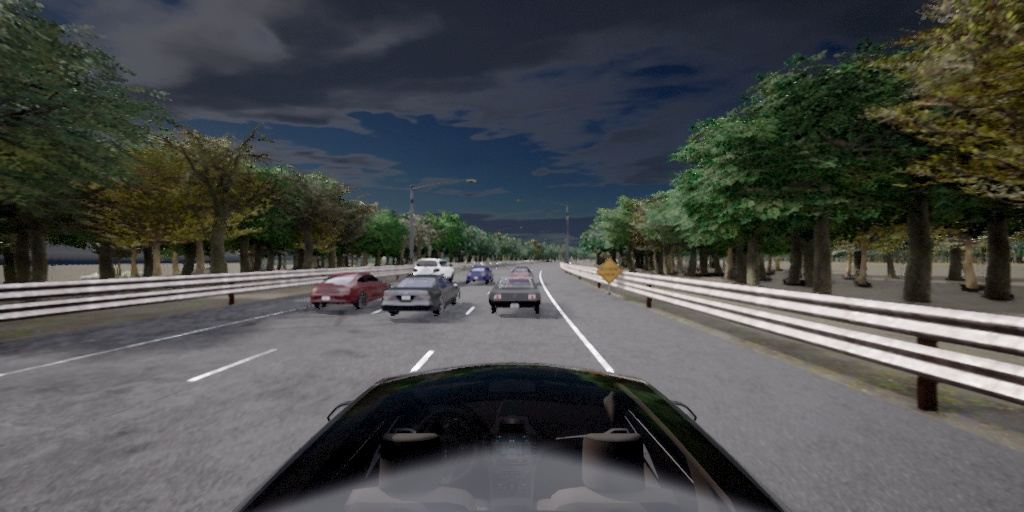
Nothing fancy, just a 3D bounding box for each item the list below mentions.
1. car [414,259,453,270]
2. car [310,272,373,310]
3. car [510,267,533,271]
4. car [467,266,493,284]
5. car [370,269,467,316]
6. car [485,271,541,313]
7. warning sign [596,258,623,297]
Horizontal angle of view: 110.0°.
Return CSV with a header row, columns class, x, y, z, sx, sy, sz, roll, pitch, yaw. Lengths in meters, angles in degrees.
class,x,y,z,sx,sy,sz,roll,pitch,yaw
car,-6.254,1.251,29.206,2.150,2.045,5.566,0,0,3
car,-6.794,1.416,15.563,1.812,1.442,4.674,0,0,2
car,0.802,1.596,29.772,1.994,1.385,4.181,0,0,3
car,-2.670,1.562,30.321,1.812,1.442,4.674,0,0,4
car,-3.354,1.424,14.125,2.033,1.411,5.357,0,-1,2
car,0.176,1.483,14.752,1.895,1.301,4.718,0,-1,2
warning sign,4.790,1.026,17.644,1.300,1.860,1.060,0,0,2
